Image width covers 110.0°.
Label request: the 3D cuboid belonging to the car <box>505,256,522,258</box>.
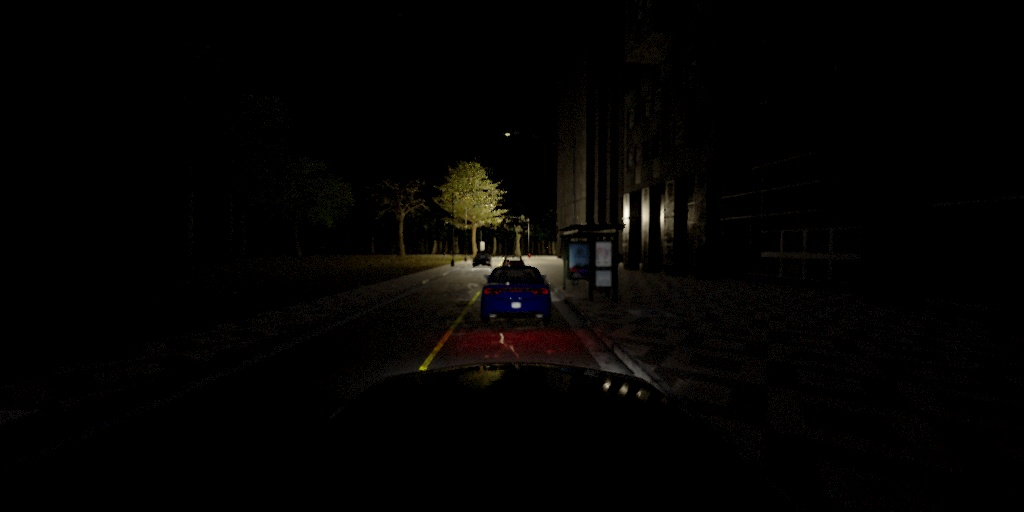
[{"bbox_3d":[0.108,0.669,30.988,1.895,1.301,4.718,0,1,0],"label":"car"}]

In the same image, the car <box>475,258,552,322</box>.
[{"bbox_3d":[0.103,0.995,11.207,1.882,1.535,5.008,0,1,0],"label":"car"}]

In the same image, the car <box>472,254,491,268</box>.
[{"bbox_3d":[-3.088,0.459,37.813,2.033,1.411,5.357,0,1,0],"label":"car"}]
